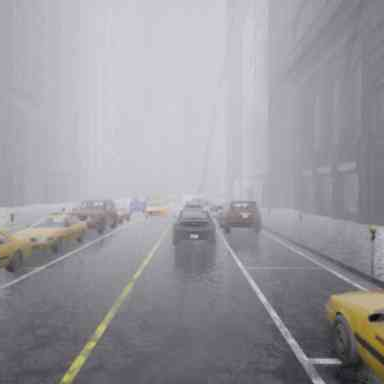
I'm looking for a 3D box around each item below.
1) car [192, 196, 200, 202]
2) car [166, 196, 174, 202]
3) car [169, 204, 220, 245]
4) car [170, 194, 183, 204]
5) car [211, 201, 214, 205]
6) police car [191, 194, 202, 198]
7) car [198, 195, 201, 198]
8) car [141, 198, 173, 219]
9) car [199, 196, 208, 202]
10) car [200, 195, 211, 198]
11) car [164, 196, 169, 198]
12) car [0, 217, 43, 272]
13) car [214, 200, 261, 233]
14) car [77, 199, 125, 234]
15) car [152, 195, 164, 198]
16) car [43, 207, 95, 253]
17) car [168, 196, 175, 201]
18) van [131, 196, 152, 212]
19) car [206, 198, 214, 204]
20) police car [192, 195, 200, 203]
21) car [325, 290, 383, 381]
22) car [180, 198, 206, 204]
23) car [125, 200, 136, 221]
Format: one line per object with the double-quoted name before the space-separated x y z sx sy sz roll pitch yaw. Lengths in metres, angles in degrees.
"car" 0.934 1.769 83.233 1.812 1.442 4.674 0 0 0
"car" -5.730 1.807 87.409 2.008 1.369 4.403 0 0 0
"car" 0.103 1.543 15.779 1.837 1.490 4.892 0 0 0
"car" -2.971 1.726 70.340 2.128 1.511 4.902 0 0 0
"car" 2.771 1.613 25.364 2.008 1.369 4.403 0 0 0
"police car" 0.871 1.617 67.334 1.930 1.638 5.238 0 0 -1
"car" 2.786 1.749 64.847 1.947 1.339 4.313 0 0 0
"car" -3.086 1.553 30.120 1.882 1.535 5.008 0 0 0
"car" 2.793 1.783 81.769 1.887 1.381 4.507 0 0 0
"car" 2.781 1.587 53.566 1.967 1.590 4.097 0 0 0
"car" -5.742 1.480 59.206 2.192 1.841 5.009 0 0 0
"car" -5.761 1.545 8.269 1.752 1.417 4.829 0 0 0
"car" 2.768 1.363 19.725 2.192 1.841 5.009 0 0 0
"car" -5.757 1.363 19.721 2.192 1.841 5.009 0 0 0
"car" -5.747 1.444 47.924 2.192 1.841 5.009 0 0 0
"car" -5.759 1.558 13.910 1.752 1.417 4.829 0 0 0
"car" -5.728 1.799 92.879 1.752 1.417 4.829 0 0 0
"van" -5.751 1.435 36.643 1.690 1.788 3.998 0 0 0
"car" 2.775 1.645 36.645 2.008 1.369 4.403 0 0 0
"police car" 0.931 1.649 77.343 1.930 1.638 5.238 0 0 0
"car" 2.762 1.533 2.973 1.752 1.417 4.829 0 0 0
"car" 0.111 1.585 31.862 1.837 1.490 4.892 0 0 0
"car" -5.755 1.587 25.191 1.752 1.417 4.829 0 0 0
